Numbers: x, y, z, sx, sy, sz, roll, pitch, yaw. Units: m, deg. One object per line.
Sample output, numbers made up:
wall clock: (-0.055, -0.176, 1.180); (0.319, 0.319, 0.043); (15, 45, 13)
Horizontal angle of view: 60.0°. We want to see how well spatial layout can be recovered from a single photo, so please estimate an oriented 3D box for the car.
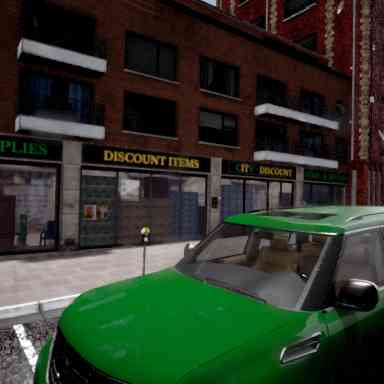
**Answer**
car: (1.269, 1.224, 3.848); (5.566, 2.045, 2.150); (0, 0, -35)
